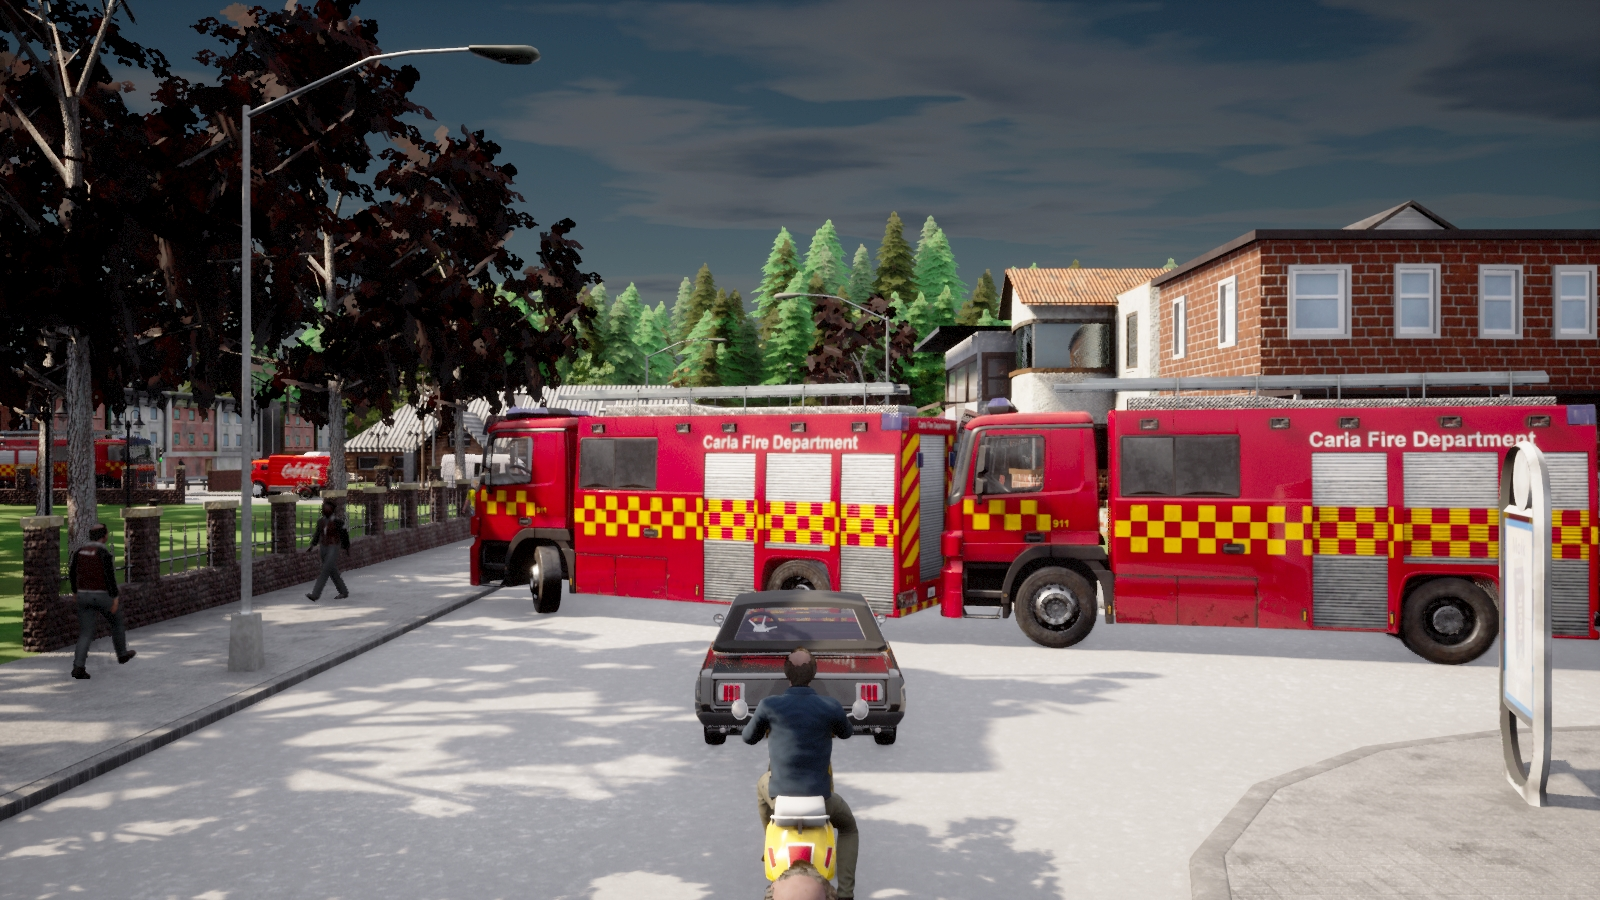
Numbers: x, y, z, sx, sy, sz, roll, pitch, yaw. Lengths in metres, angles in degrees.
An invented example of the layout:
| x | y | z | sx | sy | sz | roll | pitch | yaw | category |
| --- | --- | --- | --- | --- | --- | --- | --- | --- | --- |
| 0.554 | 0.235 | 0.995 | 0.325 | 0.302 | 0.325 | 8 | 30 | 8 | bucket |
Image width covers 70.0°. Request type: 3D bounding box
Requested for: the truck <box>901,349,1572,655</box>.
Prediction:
| x | y | z | sx | sy | sz | roll | pitch | yaw | category |
| --- | --- | --- | --- | --- | --- | --- | --- | --- | --- |
| 5.924 | 0.661 | 16.763 | 8.468 | 3.827 | 2.891 | 0 | 0 | 15 | truck |

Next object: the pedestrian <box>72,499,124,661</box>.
| x | y | z | sx | sy | sz | roll | pitch | yaw | category |
| --- | --- | --- | --- | --- | --- | --- | --- | --- | --- |
| -8.272 | 1.517 | 13.475 | 0.375 | 1.860 | 0.375 | 0 | 0 | 6 | pedestrian |

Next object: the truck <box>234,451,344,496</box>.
| x | y | z | sx | sy | sz | roll | pitch | yaw | category |
| --- | --- | --- | --- | --- | --- | --- | --- | --- | --- |
| -29.717 | 1.336 | 66.623 | 5.204 | 2.467 | 2.627 | 1 | 0 | 0 | truck |

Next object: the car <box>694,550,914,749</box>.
| x | y | z | sx | sy | sz | roll | pitch | yaw | category |
| --- | --- | --- | --- | --- | --- | --- | --- | --- | --- |
| 0.033 | 1.930 | 12.217 | 1.895 | 1.301 | 4.718 | 0 | 0 | 0 | car |

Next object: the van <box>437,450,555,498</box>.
| x | y | z | sx | sy | sz | roll | pitch | yaw | category |
| --- | --- | --- | --- | --- | --- | --- | --- | --- | --- |
| -16.613 | 1.289 | 62.612 | 5.915 | 2.561 | 1.988 | 0 | 0 | 0 | van |

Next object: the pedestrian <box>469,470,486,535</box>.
| x | y | z | sx | sy | sz | roll | pitch | yaw | category |
| --- | --- | --- | --- | --- | --- | --- | --- | --- | --- |
| -9.364 | 1.512 | 33.188 | 0.375 | 1.860 | 0.375 | 0 | 0 | 0 | pedestrian |

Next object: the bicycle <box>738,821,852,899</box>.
| x | y | z | sx | sy | sz | roll | pitch | yaw | category |
| --- | --- | --- | --- | --- | --- | --- | --- | --- | --- |
| -0.015 | 1.938 | 3.086 | 0.329 | 1.271 | 1.835 | 0 | 0 | 0 | bicycle |

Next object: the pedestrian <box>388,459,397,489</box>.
| x | y | z | sx | sy | sz | roll | pitch | yaw | category |
| --- | --- | --- | --- | --- | --- | --- | --- | --- | --- |
| -25.477 | 1.495 | 71.366 | 0.375 | 1.860 | 0.375 | 0 | 0 | 18 | pedestrian |

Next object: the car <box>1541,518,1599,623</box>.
| x | y | z | sx | sy | sz | roll | pitch | yaw | category |
| --- | --- | --- | --- | --- | --- | --- | --- | --- | --- |
| 14.315 | 1.835 | 17.290 | 4.792 | 1.488 | 2.163 | 0 | 0 | 0 | car |

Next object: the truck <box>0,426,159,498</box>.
| x | y | z | sx | sy | sz | roll | pitch | yaw | category |
| --- | --- | --- | --- | --- | --- | --- | --- | --- | --- |
| -40.397 | 0.645 | 62.868 | 8.468 | 3.827 | 2.891 | 0 | 0 | -8 | truck |

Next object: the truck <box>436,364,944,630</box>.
| x | y | z | sx | sy | sz | roll | pitch | yaw | category |
| --- | --- | --- | --- | --- | --- | --- | --- | --- | --- |
| -2.040 | 0.664 | 19.657 | 8.468 | 3.827 | 2.891 | 0 | 0 | 27 | truck |

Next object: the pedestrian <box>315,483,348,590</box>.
| x | y | z | sx | sy | sz | roll | pitch | yaw | category |
| --- | --- | --- | --- | --- | --- | --- | --- | --- | --- |
| -8.263 | 1.516 | 20.153 | 0.375 | 1.860 | 0.375 | 0 | 0 | 20 | pedestrian |
